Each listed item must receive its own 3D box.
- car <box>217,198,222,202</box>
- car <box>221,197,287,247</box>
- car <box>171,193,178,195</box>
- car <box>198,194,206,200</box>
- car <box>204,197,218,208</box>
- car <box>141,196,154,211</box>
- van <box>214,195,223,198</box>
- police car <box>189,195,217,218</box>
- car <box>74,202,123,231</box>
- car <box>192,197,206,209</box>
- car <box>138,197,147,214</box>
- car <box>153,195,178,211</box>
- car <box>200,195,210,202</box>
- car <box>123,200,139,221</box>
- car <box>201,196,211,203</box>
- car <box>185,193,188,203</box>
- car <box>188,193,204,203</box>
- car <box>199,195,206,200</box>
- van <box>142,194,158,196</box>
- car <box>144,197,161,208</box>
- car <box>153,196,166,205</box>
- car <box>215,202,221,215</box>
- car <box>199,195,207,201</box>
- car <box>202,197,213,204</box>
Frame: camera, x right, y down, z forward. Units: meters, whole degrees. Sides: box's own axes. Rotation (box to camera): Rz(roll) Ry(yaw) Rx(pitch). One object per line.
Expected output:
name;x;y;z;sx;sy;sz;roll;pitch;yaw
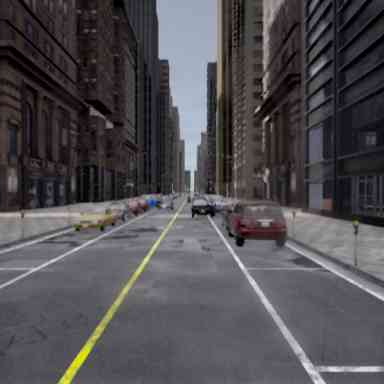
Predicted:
car;2.761;1.510;31.779;2.008;1.369;4.403;0;0;0
car;2.762;1.293;14.923;2.192;1.841;5.009;0;0;0
car;-5.769;1.496;93.569;1.802;1.307;4.206;0;0;0
car;2.756;1.355;93.585;1.967;1.590;4.097;0;0;0
car;2.760;1.468;48.805;1.752;1.417;4.829;0;0;0
car;-5.765;1.498;37.385;1.887;1.381;4.507;0;0;0
van;2.760;1.294;37.397;1.690;1.788;3.998;0;0;0
police car;0.898;1.386;30.255;1.930;1.638;5.238;0;0;0
car;-5.763;1.497;20.360;1.752;1.417;4.829;0;0;0
car;0.897;1.451;46.146;1.837;1.490;4.892;0;0;0
car;-5.764;1.504;31.767;1.887;1.381;4.507;0;0;0
car;-3.096;1.444;39.593;2.128;1.511;4.902;0;0;0
car;2.758;1.449;71.280;1.752;1.417;4.829;0;0;0
car;-5.764;1.515;26.155;2.008;1.369;4.403;0;0;0
car;2.758;1.509;65.491;1.802;1.307;4.206;0;0;0
car;-0.004;1.454;64.511;1.812;1.442;4.674;0;0;0
car;0.897;1.302;40.115;2.097;1.767;4.553;0;0;0
car;2.757;1.461;87.966;1.887;1.381;4.507;0;0;0
van;-5.765;1.289;43.004;1.690;1.788;3.998;0;0;0
car;-5.765;1.494;48.622;2.008;1.369;4.403;0;0;0
car;-5.766;1.458;59.689;1.752;1.417;4.829;0;0;0
car;2.762;1.522;20.541;2.008;1.369;4.403;0;0;0
car;2.757;1.485;82.348;1.947;1.339;4.313;0;0;0
car;2.759;1.514;59.873;1.802;1.307;4.206;0;0;0
